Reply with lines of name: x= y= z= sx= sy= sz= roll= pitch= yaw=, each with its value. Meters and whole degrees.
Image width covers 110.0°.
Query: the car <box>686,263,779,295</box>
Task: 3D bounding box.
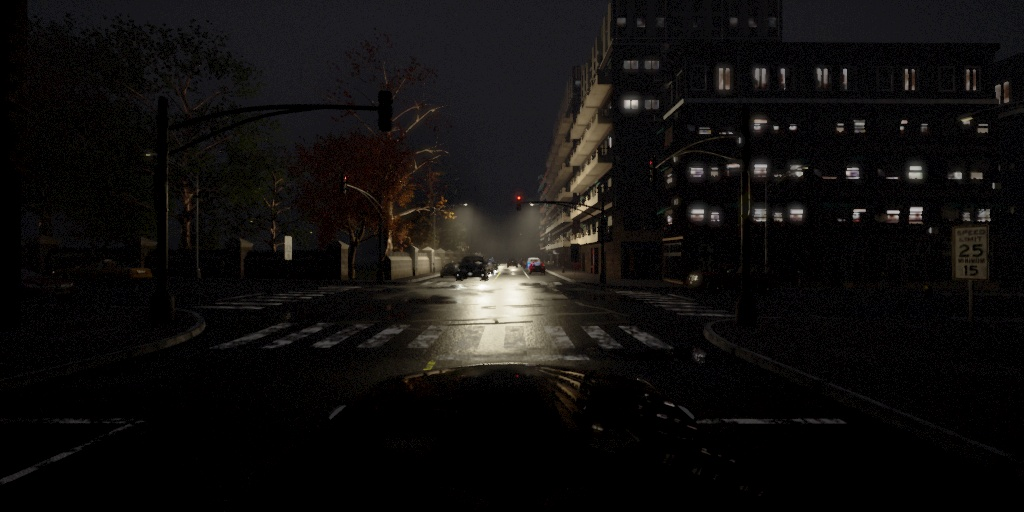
car: x=13.471 y=1.353 z=21.953 sx=5.009 sy=1.841 sz=2.192 roll=0 pitch=0 yaw=0

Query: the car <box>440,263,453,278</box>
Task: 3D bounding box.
car: x=-5.654 y=1.330 z=34.315 sx=1.948 sy=1.339 sz=4.313 roll=0 pitch=0 yaw=0

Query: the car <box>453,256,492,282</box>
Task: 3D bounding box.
car: x=-3.072 y=0.984 z=28.997 sx=2.150 sy=2.045 sz=5.566 roll=0 pitch=0 yaw=0

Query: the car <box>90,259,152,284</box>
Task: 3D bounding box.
car: x=-24.721 y=0.882 z=21.631 sx=4.829 sy=1.417 sz=1.751 roll=0 pitch=0 yaw=0

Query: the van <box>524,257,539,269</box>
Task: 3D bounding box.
van: x=2.739 y=1.116 z=45.566 sx=1.690 sy=1.789 sz=3.998 roll=0 pitch=0 yaw=0

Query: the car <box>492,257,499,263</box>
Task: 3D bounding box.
car: x=-3.034 y=1.278 z=54.020 sx=2.128 sy=1.511 sz=4.902 roll=0 pitch=0 yaw=0

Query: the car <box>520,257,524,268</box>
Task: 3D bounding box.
car: x=2.751 y=1.230 z=56.827 sx=1.967 sy=1.591 sz=4.097 roll=0 pitch=0 yaw=0

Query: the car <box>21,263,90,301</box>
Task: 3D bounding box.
car: x=-18.949 y=1.007 z=13.299 sx=4.207 sy=1.307 sz=1.802 roll=0 pitch=0 yaw=0

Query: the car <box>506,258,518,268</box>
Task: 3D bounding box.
car: x=0.066 y=1.304 z=62.609 sx=1.837 sy=1.490 sz=4.892 roll=0 pitch=0 yaw=0

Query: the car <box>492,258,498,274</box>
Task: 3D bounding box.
car: x=-3.056 y=1.319 z=42.173 sx=2.033 sy=1.411 sz=5.357 roll=0 pitch=0 yaw=0

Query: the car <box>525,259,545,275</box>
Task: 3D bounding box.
car: x=2.732 y=1.314 z=39.936 sx=1.888 sy=1.381 sz=4.507 roll=0 pitch=0 yaw=0
